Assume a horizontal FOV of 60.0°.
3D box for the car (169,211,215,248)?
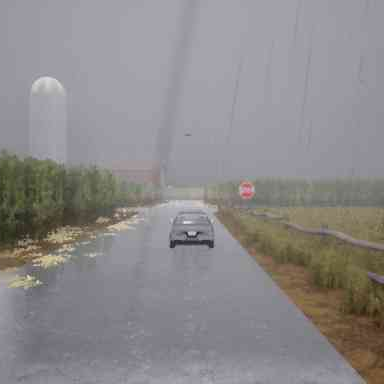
[{"bbox_3d":[0.000,1.547,14.648,2.033,1.411,5.357,0,0,0],"label":"car"}]
